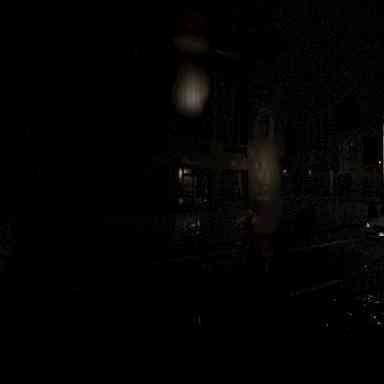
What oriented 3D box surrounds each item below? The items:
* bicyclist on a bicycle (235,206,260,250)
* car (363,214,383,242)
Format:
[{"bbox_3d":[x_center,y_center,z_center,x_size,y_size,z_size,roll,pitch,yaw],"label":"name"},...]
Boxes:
[{"bbox_3d":[2.133,1.337,12.634,1.509,1.612,0.866,-1,0,-43],"label":"bicyclist on a bicycle"},{"bbox_3d":[9.275,1.348,14.296,4.674,1.442,1.812,-1,0,-35],"label":"car"}]
